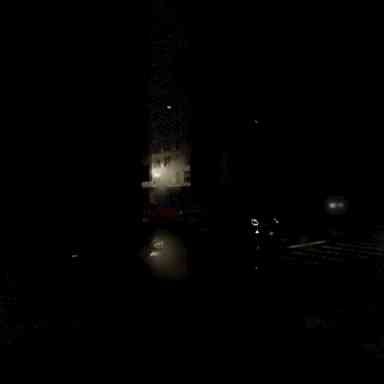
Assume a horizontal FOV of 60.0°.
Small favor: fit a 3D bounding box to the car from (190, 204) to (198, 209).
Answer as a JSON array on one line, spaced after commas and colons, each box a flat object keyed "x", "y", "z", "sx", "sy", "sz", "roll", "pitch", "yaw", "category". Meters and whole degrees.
[{"x": 0.377, "y": 1.809, "z": 31.762, "sx": 1.752, "sy": 1.417, "sz": 4.829, "roll": -1, "pitch": 0, "yaw": -36, "category": "car"}]

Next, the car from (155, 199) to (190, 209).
[{"x": -2.506, "y": 1.634, "z": 25.726, "sx": 2.097, "sy": 1.767, "sz": 4.553, "roll": 0, "pitch": 0, "yaw": -36, "category": "car"}]

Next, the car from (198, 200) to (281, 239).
[{"x": 2.665, "y": 1.521, "z": 18.451, "sx": 2.097, "sy": 1.767, "sz": 4.553, "roll": 0, "pitch": 0, "yaw": -35, "category": "car"}]

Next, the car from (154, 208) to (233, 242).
[{"x": -0.065, "y": 1.781, "z": 17.710, "sx": 1.802, "sy": 1.307, "sz": 4.206, "roll": -1, "pitch": 0, "yaw": -36, "category": "car"}]

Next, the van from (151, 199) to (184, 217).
[{"x": -2.726, "y": 1.694, "z": 36.103, "sx": 1.690, "sy": 1.788, "sz": 3.998, "roll": -1, "pitch": 0, "yaw": -36, "category": "van"}]

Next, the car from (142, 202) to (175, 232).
[{"x": -3.266, "y": 1.708, "z": 22.190, "sx": 1.967, "sy": 1.590, "sz": 4.097, "roll": -1, "pitch": 0, "yaw": -36, "category": "car"}]
